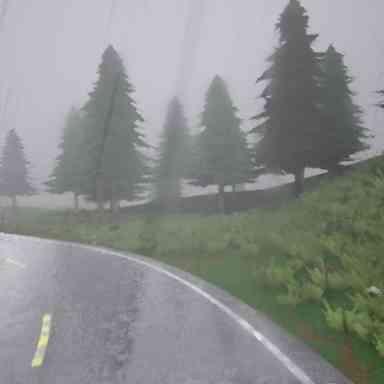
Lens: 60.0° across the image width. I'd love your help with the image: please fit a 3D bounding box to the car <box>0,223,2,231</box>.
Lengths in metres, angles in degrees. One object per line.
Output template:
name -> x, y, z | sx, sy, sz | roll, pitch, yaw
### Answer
car -> -13.425, 2.066, 20.178 | 4.718, 1.301, 1.895 | -2, 0, 40
